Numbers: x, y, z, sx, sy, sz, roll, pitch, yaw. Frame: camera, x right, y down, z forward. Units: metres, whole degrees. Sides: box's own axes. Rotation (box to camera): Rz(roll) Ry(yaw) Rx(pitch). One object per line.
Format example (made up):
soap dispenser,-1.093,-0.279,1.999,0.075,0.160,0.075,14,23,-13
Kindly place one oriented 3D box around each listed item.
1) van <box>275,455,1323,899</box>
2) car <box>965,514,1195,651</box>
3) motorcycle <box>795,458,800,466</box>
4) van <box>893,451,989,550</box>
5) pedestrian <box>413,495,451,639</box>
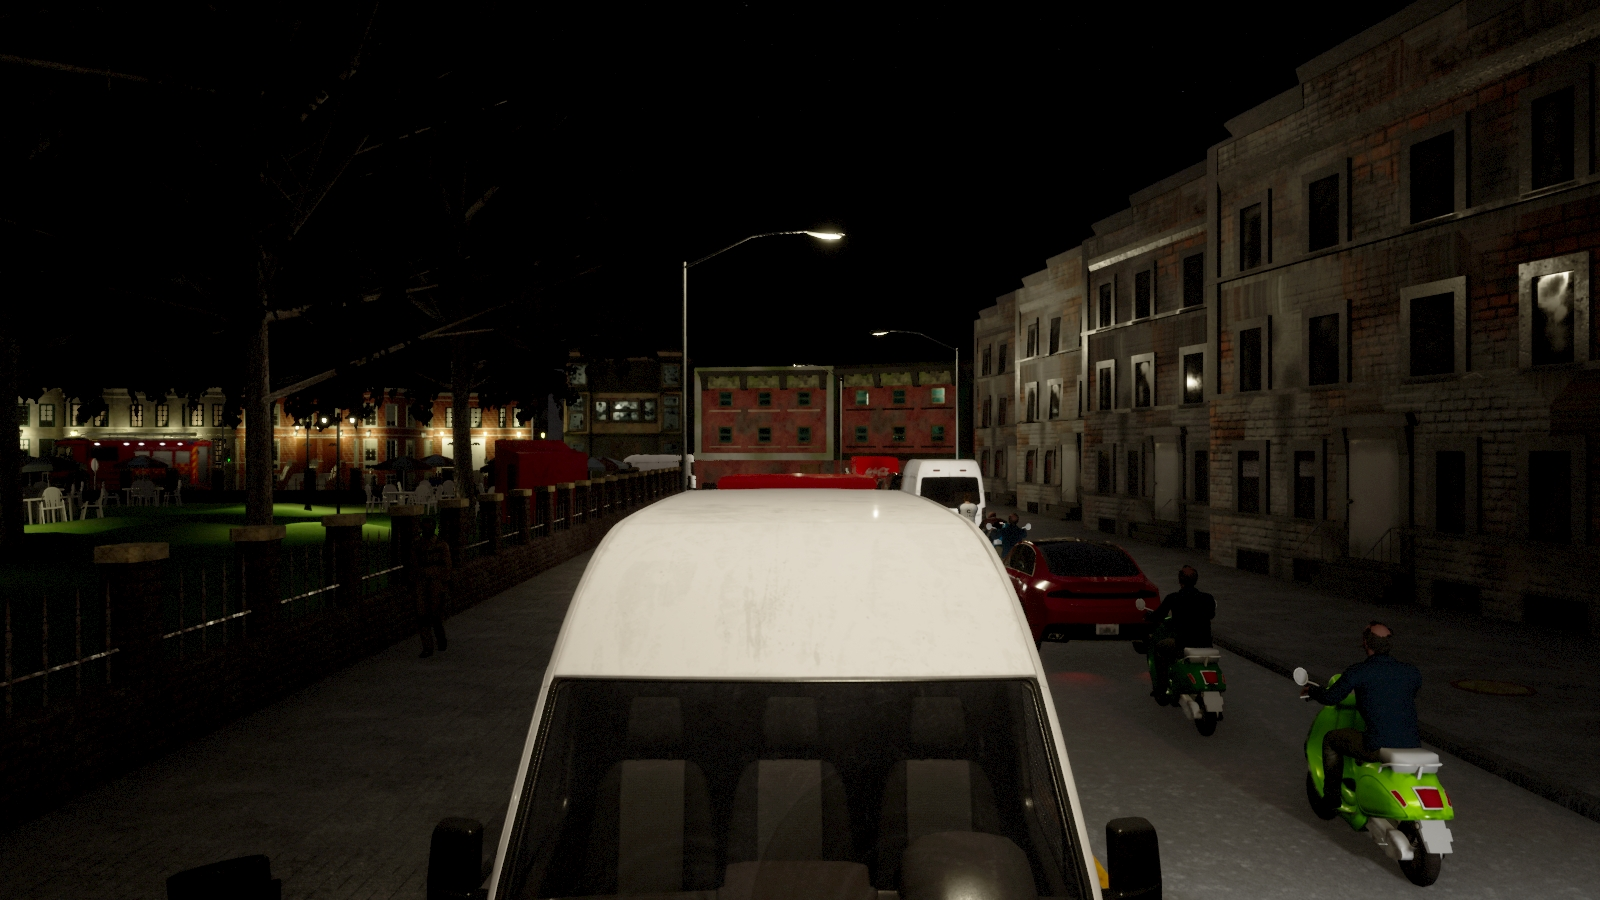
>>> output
van,-0.006,1.314,5.127,1.988,2.561,5.915,0,0,0
car,3.953,1.841,17.118,2.231,1.480,4.892,0,0,0
motorcycle,-0.384,1.962,183.190,0.856,1.236,1.805,0,0,0
van,3.906,1.314,32.634,1.988,2.561,5.915,0,0,0
pedestrian,-4.842,1.525,15.047,0.375,1.860,0.375,0,0,0
